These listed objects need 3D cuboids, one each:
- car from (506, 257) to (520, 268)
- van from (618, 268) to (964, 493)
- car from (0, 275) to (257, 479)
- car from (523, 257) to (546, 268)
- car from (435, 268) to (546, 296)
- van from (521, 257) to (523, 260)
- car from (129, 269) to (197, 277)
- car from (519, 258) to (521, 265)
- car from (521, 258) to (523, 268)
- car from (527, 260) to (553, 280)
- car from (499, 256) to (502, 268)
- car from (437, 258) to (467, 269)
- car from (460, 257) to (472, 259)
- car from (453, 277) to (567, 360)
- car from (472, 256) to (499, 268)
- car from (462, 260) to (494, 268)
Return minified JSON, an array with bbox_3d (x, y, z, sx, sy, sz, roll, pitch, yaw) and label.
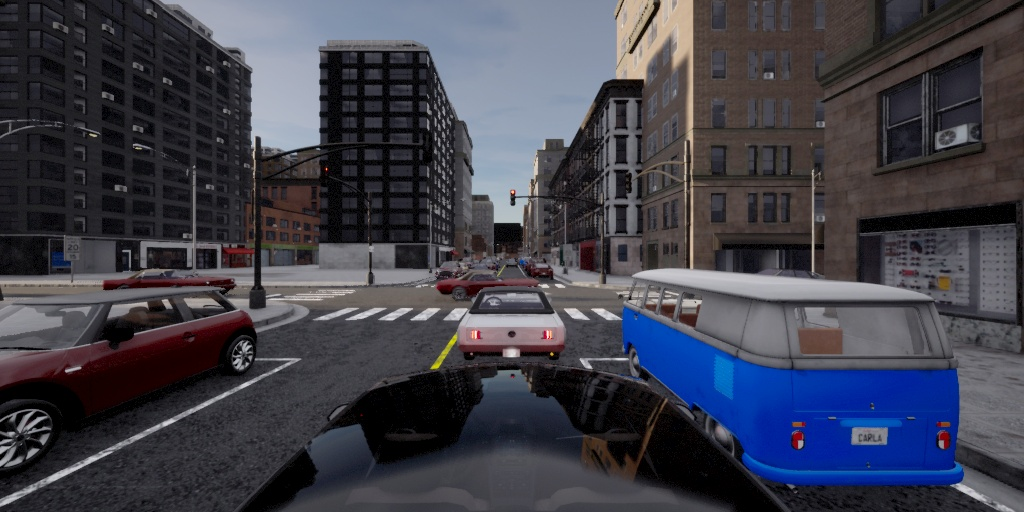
[{"bbox_3d":[-0.004,1.306,62.329,1.994,1.385,4.181,0,0,1],"label":"car"},{"bbox_3d":[2.635,1.091,4.493,1.690,1.789,3.998,0,0,0],"label":"van"},{"bbox_3d":[-5.390,1.190,4.481,1.967,1.591,4.097,0,0,0],"label":"car"},{"bbox_3d":[2.584,1.063,36.783,2.192,1.841,5.009,0,0,0],"label":"car"},{"bbox_3d":[-0.992,1.354,16.740,4.718,1.301,1.895,0,0,0],"label":"car"},{"bbox_3d":[2.558,1.086,53.012,1.690,1.789,3.998,0,0,0],"label":"van"},{"bbox_3d":[-15.740,1.273,16.712,4.718,1.301,1.895,0,0,0],"label":"car"},{"bbox_3d":[2.549,1.309,58.421,1.948,1.339,4.313,0,0,0],"label":"car"},{"bbox_3d":[2.566,1.292,47.602,1.888,1.381,4.507,0,0,0],"label":"car"},{"bbox_3d":[2.592,1.294,31.374,1.888,1.381,4.507,0,0,0],"label":"car"},{"bbox_3d":[-2.910,1.099,49.032,2.097,1.767,4.553,0,0,0],"label":"car"},{"bbox_3d":[-5.433,1.188,31.361,1.967,1.591,4.097,0,0,0],"label":"car"},{"bbox_3d":[-5.450,1.063,42.180,2.192,1.841,5.009,0,0,0],"label":"car"},{"bbox_3d":[-0.008,1.351,8.278,1.895,1.301,4.718,0,0,0],"label":"car"},{"bbox_3d":[-2.892,1.100,40.157,2.097,1.767,4.553,0,0,0],"label":"car"},{"bbox_3d":[-2.896,1.313,31.537,1.994,1.385,4.181,0,0,-1],"label":"car"}]
